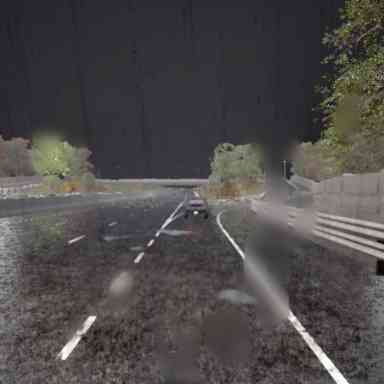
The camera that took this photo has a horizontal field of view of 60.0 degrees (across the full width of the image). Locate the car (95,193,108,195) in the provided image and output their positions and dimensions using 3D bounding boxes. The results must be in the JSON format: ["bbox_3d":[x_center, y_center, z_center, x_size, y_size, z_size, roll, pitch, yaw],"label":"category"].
[{"bbox_3d":[-20.964,1.022,79.815,2.128,1.511,4.902,0,0,0],"label":"car"}]

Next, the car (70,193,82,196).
[{"bbox_3d":[-27.964,1.037,79.819,2.033,1.411,5.357,0,0,0],"label":"car"}]

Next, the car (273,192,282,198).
[{"bbox_3d":[22.890,1.332,89.298,1.895,1.301,4.718,0,3,21],"label":"car"}]

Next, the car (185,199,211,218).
[{"bbox_3d":[0.527,1.326,27.908,1.837,1.490,4.892,-1,0,5],"label":"car"}]
